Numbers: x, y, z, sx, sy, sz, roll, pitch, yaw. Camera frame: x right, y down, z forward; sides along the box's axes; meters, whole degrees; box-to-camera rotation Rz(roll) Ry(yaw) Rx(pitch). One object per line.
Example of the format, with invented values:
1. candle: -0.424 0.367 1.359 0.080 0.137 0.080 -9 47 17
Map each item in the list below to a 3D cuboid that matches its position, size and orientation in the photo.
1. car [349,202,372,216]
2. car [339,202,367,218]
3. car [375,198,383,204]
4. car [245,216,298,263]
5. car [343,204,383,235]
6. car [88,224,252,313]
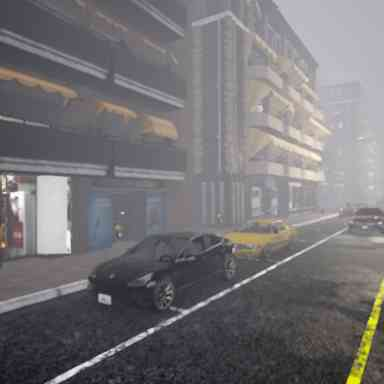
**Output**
1. car: 18.382 1.802 36.210 1.802 1.307 4.206 -1 -1 34
2. car: 15.248 1.634 31.511 1.967 1.590 4.097 -1 -1 34
3. car: 34.047 1.912 59.710 2.008 1.369 4.403 -1 -1 34
4. car: 2.622 1.614 12.570 1.752 1.417 4.829 -1 -1 34
5. car: 10.538 1.643 19.743 1.812 1.442 4.674 -1 -1 34
6. car: -0.417 1.631 8.011 1.947 1.339 4.313 -1 -1 34
